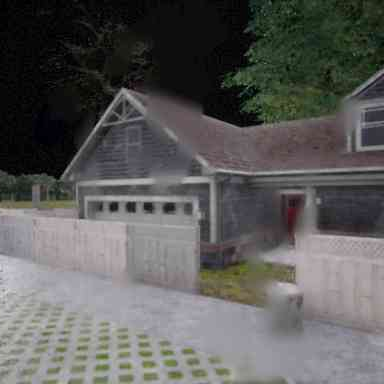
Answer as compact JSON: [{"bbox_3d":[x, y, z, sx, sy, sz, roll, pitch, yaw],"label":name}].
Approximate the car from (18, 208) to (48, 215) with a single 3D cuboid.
[{"bbox_3d":[-14.292,2.047,27.924,1.994,1.385,4.181,0,-1,35],"label":"car"}]
